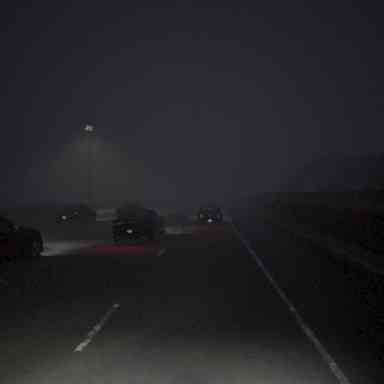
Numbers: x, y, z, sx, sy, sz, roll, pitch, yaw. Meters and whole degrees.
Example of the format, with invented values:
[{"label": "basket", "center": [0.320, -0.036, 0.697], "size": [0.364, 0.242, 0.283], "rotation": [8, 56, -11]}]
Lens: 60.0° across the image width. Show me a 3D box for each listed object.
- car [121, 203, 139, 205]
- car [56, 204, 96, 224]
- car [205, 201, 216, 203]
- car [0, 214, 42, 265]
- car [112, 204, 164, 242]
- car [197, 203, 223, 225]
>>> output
[{"label": "car", "center": [-5.400, 1.675, 29.504], "size": [2.128, 1.511, 4.902], "rotation": [0, 0, 3]}, {"label": "car", "center": [-9.087, 1.682, 26.293], "size": [1.812, 1.442, 4.674], "rotation": [0, 0, 3]}, {"label": "car", "center": [2.331, 1.808, 42.312], "size": [1.812, 1.442, 4.674], "rotation": [0, 0, 3]}, {"label": "car", "center": [-6.458, 1.406, 10.053], "size": [2.097, 1.767, 4.553], "rotation": [0, 0, 3]}, {"label": "car", "center": [-2.591, 1.585, 17.043], "size": [1.882, 1.535, 5.008], "rotation": [0, 0, 3]}, {"label": "car", "center": [1.412, 1.774, 25.976], "size": [1.895, 1.301, 4.718], "rotation": [0, 0, 3]}]
